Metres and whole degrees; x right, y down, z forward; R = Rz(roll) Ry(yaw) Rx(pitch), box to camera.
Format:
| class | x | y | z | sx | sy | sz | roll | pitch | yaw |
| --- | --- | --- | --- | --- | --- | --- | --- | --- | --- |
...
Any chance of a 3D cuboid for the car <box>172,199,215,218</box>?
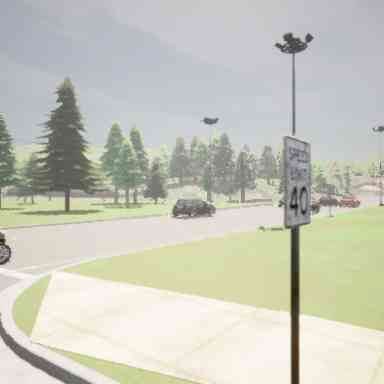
| class | x | y | z | sx | sy | sz | roll | pitch | yaw |
| --- | --- | --- | --- | --- | --- | --- | --- | --- | --- |
| car | 0.253 | 1.387 | 30.825 | 2.097 | 1.767 | 4.553 | 0 | 0 | 38 |

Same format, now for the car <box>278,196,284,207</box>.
| class | x | y | z | sx | sy | sz | roll | pitch | yaw |
| --- | --- | --- | --- | --- | --- | --- | --- | --- | --- |
| car | 14.675 | 1.367 | 49.613 | 2.097 | 1.767 | 4.553 | 0 | 0 | 38 |

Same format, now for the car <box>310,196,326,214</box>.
| class | x | y | z | sx | sy | sz | roll | pitch | yaw |
| --- | --- | --- | --- | --- | --- | --- | --- | --- | --- |
| car | 11.712 | 1.499 | 34.257 | 2.128 | 1.511 | 4.902 | 0 | 0 | 38 |

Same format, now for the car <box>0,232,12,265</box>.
| class | x | y | z | sx | sy | sz | roll | pitch | yaw |
| --- | --- | --- | --- | --- | --- | --- | --- | --- | --- |
| car | -6.702 | 1.507 | 8.704 | 1.882 | 1.535 | 5.008 | -3 | 0 | -6 |

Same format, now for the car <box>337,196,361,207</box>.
| class | x | y | z | sx | sy | sz | roll | pitch | yaw |
| --- | --- | --- | --- | --- | --- | --- | --- | --- | --- |
| car | 23.902 | 1.341 | 50.164 | 2.097 | 1.767 | 4.553 | 0 | 0 | 38 |

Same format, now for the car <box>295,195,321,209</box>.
| class | x | y | z | sx | sy | sz | roll | pitch | yaw |
| --- | --- | --- | --- | --- | --- | --- | --- | --- | --- |
| car | 15.945 | 1.360 | 45.597 | 2.097 | 1.767 | 4.553 | 0 | 0 | 38 |

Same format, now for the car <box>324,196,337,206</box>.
| class | x | y | z | sx | sy | sz | roll | pitch | yaw |
| --- | --- | --- | --- | --- | --- | --- | --- | --- | --- |
| car | 21.761 | 1.352 | 53.270 | 2.097 | 1.767 | 4.553 | 0 | 0 | 37 |
